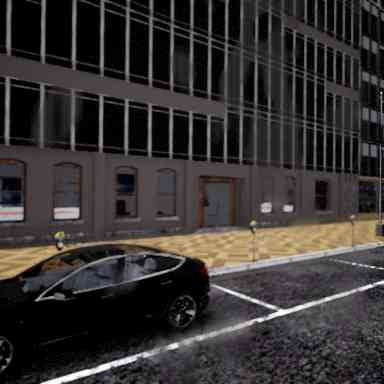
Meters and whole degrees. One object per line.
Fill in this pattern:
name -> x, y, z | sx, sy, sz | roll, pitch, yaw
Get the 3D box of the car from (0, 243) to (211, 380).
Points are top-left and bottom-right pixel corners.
car -> -1.652, 1.583, 5.377 | 4.313, 1.339, 1.947 | 1, 0, -35
